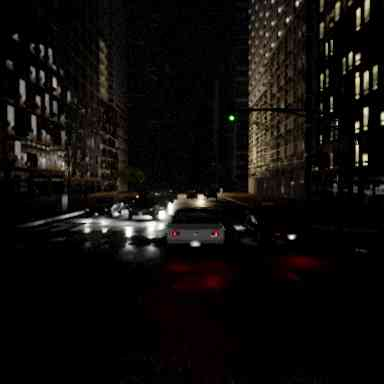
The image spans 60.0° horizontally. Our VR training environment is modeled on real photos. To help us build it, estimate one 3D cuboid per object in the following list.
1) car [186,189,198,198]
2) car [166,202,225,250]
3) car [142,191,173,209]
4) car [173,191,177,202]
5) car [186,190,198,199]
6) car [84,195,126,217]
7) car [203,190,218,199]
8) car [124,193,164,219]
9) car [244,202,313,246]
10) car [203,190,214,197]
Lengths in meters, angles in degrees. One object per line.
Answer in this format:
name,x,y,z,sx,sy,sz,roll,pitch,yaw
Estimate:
car,-0.001,0.248,65.570,2.128,1.511,4.902,0,1,0
car,0.110,1.286,12.815,1.895,1.301,4.718,0,2,0
car,-3.350,0.872,33.152,2.128,1.511,4.902,0,1,0
car,-3.321,0.794,43.234,1.895,1.301,4.718,0,1,0
car,-0.001,0.545,55.603,1.895,1.301,4.718,0,1,0
car,-6.605,1.084,25.650,2.033,1.411,5.357,0,1,0
car,3.249,0.482,55.154,2.033,1.411,5.357,0,1,0
car,-3.351,1.076,23.907,1.812,1.442,4.674,0,1,0
car,3.355,1.180,13.582,1.837,1.490,4.892,0,2,0
car,3.249,0.339,65.602,1.895,1.301,4.718,0,1,0
